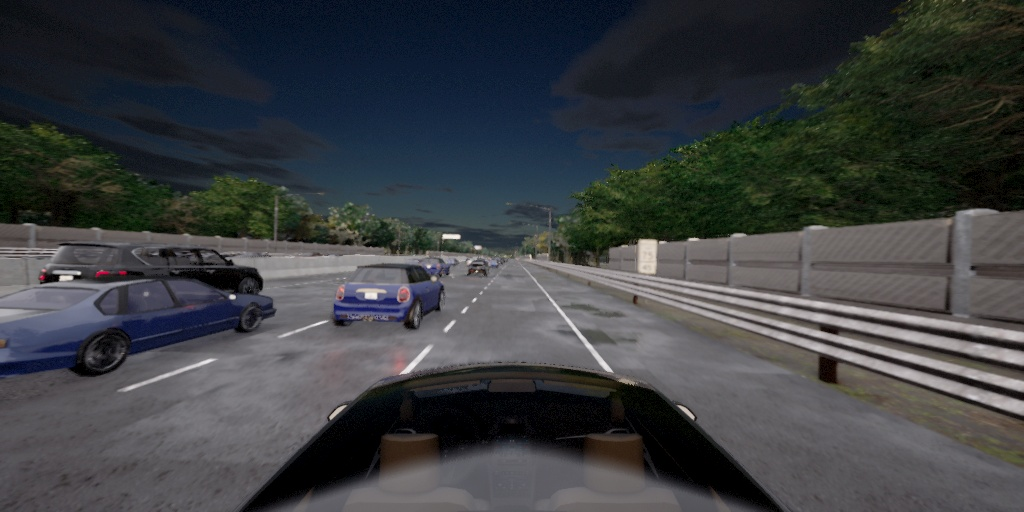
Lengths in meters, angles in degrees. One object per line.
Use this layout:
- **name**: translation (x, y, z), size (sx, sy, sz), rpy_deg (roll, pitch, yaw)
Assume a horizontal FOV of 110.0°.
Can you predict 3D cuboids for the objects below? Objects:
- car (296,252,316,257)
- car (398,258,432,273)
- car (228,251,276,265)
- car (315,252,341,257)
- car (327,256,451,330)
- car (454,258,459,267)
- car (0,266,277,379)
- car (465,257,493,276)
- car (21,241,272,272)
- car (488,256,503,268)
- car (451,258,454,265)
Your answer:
- **car**: translation (-27.639, 0.233, 48.866), size (2.097, 1.767, 4.553), rpy_deg (2, 0, 0)
- **car**: translation (-10.219, 0.988, 38.221), size (2.033, 1.411, 5.357), rpy_deg (2, 0, 0)
- **car**: translation (-31.203, 0.248, 43.238), size (2.128, 1.511, 4.902), rpy_deg (2, 0, 1)
- **car**: translation (-24.149, 0.526, 48.673), size (1.812, 1.442, 4.674), rpy_deg (2, 0, 0)
- **car**: translation (-3.442, 0.995, 10.925), size (2.097, 1.767, 4.553), rpy_deg (2, 0, 1)
- **car**: translation (-10.100, 1.026, 60.318), size (2.033, 1.411, 5.357), rpy_deg (2, 0, 0)
- **car**: translation (-6.991, 1.071, 6.752), size (2.033, 1.411, 5.357), rpy_deg (2, 0, 1)
- **car**: translation (-3.239, 1.175, 35.609), size (1.837, 1.490, 4.892), rpy_deg (2, 0, 0)
- **car**: translation (-10.432, 0.635, 11.089), size (2.150, 2.045, 5.566), rpy_deg (2, 0, 1)
- **car**: translation (-3.104, 1.257, 60.229), size (2.033, 1.411, 5.357), rpy_deg (2, 0, 0)
- **car**: translation (-6.761, 0.901, 31.347), size (2.097, 1.767, 4.553), rpy_deg (2, 0, 0)
